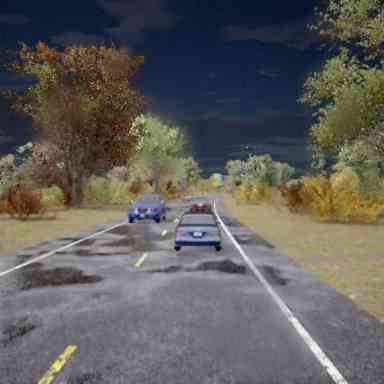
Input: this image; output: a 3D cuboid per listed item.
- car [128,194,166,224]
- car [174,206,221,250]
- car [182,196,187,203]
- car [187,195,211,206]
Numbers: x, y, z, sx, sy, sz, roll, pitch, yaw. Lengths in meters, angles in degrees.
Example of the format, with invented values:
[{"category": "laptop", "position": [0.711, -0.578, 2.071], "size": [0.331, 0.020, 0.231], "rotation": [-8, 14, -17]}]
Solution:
[{"category": "car", "position": [-3.184, 1.195, 24.670], "size": [2.150, 2.045, 5.566], "rotation": [0, 0, 2]}, {"category": "car", "position": [0.252, 1.536, 14.312], "size": [2.033, 1.411, 5.357], "rotation": [0, 0, 1]}, {"category": "car", "position": [-0.760, 1.429, 66.042], "size": [1.812, 1.442, 4.674], "rotation": [0, 0, 5]}, {"category": "car", "position": [0.901, 1.317, 34.733], "size": [2.097, 1.767, 4.553], "rotation": [0, 0, 2]}]
